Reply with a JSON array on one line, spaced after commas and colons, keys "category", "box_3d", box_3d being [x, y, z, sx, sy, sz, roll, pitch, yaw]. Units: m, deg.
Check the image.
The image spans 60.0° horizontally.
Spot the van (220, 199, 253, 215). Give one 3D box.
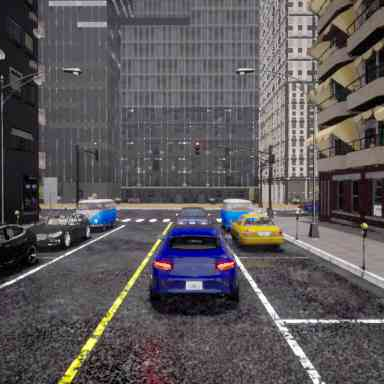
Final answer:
[{"category": "van", "box_3d": [2.662, 1.337, 20.008, 1.690, 1.788, 3.998, -1, 0, 0]}]

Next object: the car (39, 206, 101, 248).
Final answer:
[{"category": "car", "box_3d": [-5.711, 1.548, 14.429, 2.008, 1.369, 4.403, -1, 0, 0]}]

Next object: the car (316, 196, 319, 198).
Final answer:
[{"category": "car", "box_3d": [15.209, 1.338, 39.348, 5.009, 1.841, 2.192, 0, 1, 0]}]

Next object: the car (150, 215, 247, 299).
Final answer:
[{"category": "car", "box_3d": [0.060, 1.524, 8.308, 1.812, 1.442, 4.674, 0, 0, 1]}]

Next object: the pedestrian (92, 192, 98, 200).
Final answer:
[{"category": "pedestrian", "box_3d": [-12.425, 0.885, 42.427, 0.375, 1.860, 0.375, 0, 1, 0]}]

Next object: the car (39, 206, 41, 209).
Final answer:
[{"category": "car", "box_3d": [-17.607, 1.501, 33.725, 4.181, 1.385, 1.994, 0, 1, 0]}]

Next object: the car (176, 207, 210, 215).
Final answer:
[{"category": "car", "box_3d": [0.047, 1.544, 18.551, 2.033, 1.411, 5.357, 0, 0, 1]}]

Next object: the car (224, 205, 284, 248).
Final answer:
[{"category": "car", "box_3d": [2.669, 1.522, 14.576, 1.752, 1.417, 4.829, -1, 0, 0]}]

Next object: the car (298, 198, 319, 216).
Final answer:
[{"category": "car", "box_3d": [13.580, 1.620, 33.563, 4.674, 1.442, 1.812, 0, 1, 0]}]

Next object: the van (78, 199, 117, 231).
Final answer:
[{"category": "van", "box_3d": [-5.718, 1.337, 20.030, 1.690, 1.788, 3.998, -1, 0, 0]}]

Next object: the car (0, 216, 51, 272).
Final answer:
[{"category": "car", "box_3d": [-5.707, 1.564, 8.826, 1.947, 1.339, 4.313, -1, 0, 0]}]
